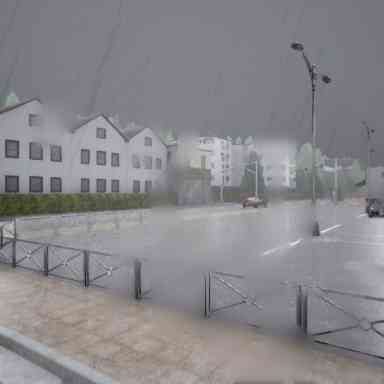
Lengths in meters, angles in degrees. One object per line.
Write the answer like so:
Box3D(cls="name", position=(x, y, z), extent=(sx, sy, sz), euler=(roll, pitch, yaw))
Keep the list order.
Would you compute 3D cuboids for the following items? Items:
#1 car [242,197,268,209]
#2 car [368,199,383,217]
Box3D(cls="car", position=(8.104, 1.334, 42.799), extent=(1.812, 1.442, 4.674), euler=(0, 0, 36))
Box3D(cls="car", position=(15.488, 1.298, 26.767), extent=(2.007, 1.523, 4.514), euler=(0, 0, 35))
